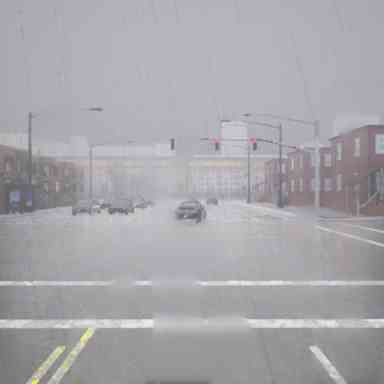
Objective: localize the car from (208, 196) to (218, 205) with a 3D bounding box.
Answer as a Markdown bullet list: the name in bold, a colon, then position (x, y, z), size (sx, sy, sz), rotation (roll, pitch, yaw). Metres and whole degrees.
- **car**: position (3.480, 1.488, 58.473), size (1.837, 1.490, 4.892), rotation (0, 0, 0)

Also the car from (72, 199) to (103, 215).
- **car**: position (-10.599, 1.495, 33.740), size (1.837, 1.490, 4.892), rotation (0, 0, 0)

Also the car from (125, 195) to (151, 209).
- **car**: position (-7.098, 1.479, 44.060), size (2.128, 1.511, 4.902), rotation (0, 0, 0)

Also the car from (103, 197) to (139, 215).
- **car**: position (-7.103, 1.537, 34.079), size (2.033, 1.411, 5.357), rotation (0, 0, 0)

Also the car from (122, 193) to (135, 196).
- **car**: position (-10.600, 1.206, 54.828), size (2.150, 2.045, 5.566), rotation (0, 0, -1)

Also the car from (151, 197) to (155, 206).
- **car**: position (-7.093, 1.489, 54.151), size (1.837, 1.490, 4.892), rotation (0, 0, 0)

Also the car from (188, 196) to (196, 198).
- **car**: position (-0.020, 1.474, 58.468), size (2.128, 1.511, 4.902), rotation (0, 0, 0)

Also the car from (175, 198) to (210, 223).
- **car**: position (-0.084, 1.484, 25.487), size (2.128, 1.511, 4.902), rotation (0, 0, 8)

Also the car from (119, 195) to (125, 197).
- **car**: position (-10.604, 1.534, 44.119), size (2.033, 1.411, 5.357), rotation (0, 0, 0)
